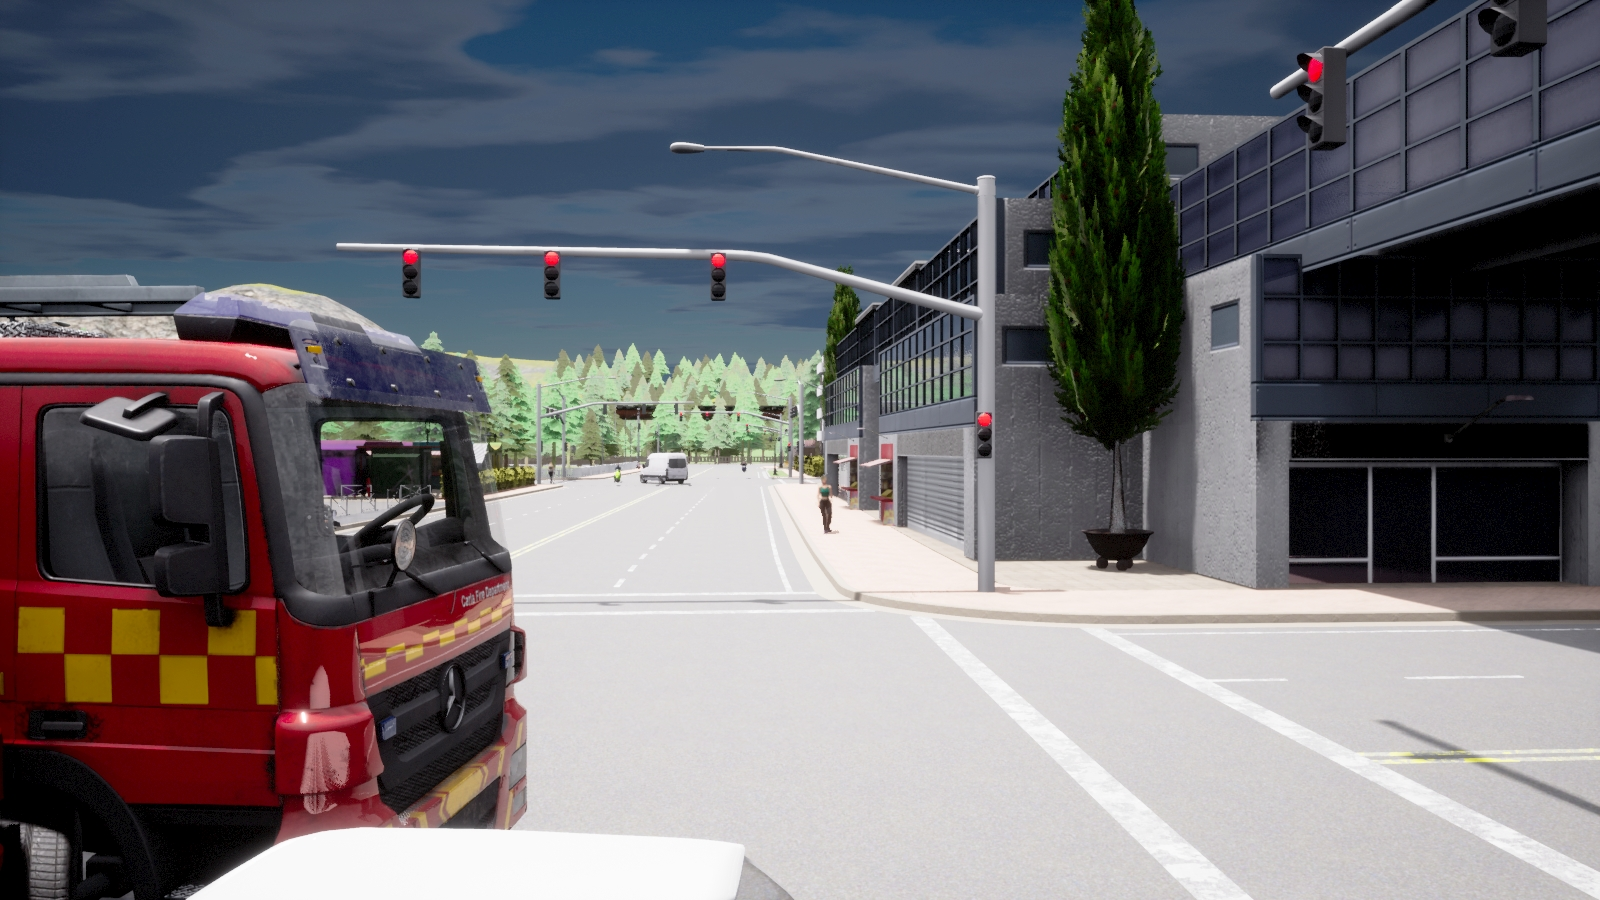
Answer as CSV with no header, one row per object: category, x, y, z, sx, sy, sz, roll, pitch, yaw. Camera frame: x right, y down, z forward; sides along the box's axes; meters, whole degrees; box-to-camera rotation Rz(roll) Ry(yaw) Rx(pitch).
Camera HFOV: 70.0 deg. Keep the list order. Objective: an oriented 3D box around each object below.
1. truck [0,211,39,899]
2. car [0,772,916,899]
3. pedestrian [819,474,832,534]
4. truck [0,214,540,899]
truck,-7.587,0.890,3.490,8.468,3.827,2.891,0,0,-3
car,-1.549,2.065,3.579,3.806,1.475,1.970,0,0,5
pedestrian,0.804,1.696,35.936,0.375,1.860,0.375,0,0,0
truck,-6.102,0.890,6.659,8.468,3.827,2.891,0,0,4
